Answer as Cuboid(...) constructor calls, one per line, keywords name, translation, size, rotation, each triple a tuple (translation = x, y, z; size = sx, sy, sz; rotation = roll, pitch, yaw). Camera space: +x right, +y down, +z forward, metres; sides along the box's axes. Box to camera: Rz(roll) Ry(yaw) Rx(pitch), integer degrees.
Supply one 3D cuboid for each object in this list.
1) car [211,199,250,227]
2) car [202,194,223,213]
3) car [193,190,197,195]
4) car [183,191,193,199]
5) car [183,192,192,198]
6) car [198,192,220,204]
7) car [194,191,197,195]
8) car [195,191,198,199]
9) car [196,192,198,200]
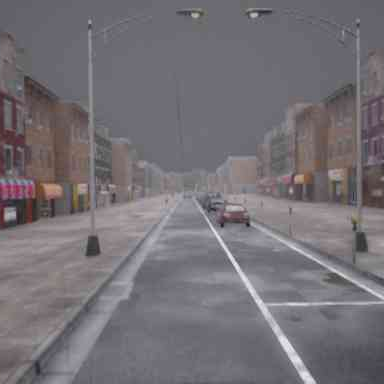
Cuboid(name="car", translation=(2.375, 1.305, 19.797), size=(1.802, 1.307, 4.206), rotation=(-1, 1, -1))
Cuboid(name="car", translation=(2.218, 1.169, 30.728), size=(1.947, 1.339, 4.313), rotation=(-1, 1, -1))
Cuboid(name="car", translation=(1.669, 0.702, 68.990), size=(1.967, 1.590, 4.097), rotation=(-1, 0, -1))
Cuboid(name="car", translation=(-1.042, 0.800, 74.521), size=(1.994, 1.385, 4.181), rotation=(-1, 0, -1))
Cuboid(name="car", translation=(-1.182, 0.697, 84.357), size=(2.033, 1.411, 5.357), rotation=(-1, 0, -1))
Cuboid(name="car", translation=(2.136, 0.863, 36.191), size=(2.192, 1.841, 5.009), rotation=(-1, 1, -1))
Cuboid(name="car", translation=(1.824, 0.873, 58.229), size=(1.752, 1.417, 4.829), rotation=(-1, 0, -1))
Cuboid(name="car", translation=(1.905, 0.961, 52.593), size=(1.947, 1.339, 4.313), rotation=(-1, 0, -1))
Cuboid(name="car", translation=(1.983, 0.988, 47.127), size=(1.887, 1.381, 4.507), rotation=(-1, 1, -1))
